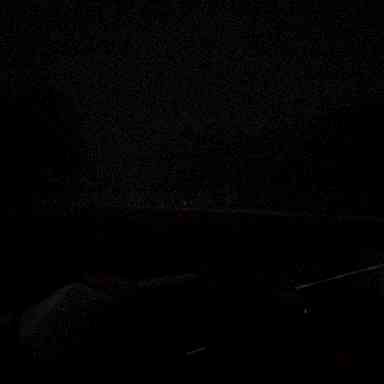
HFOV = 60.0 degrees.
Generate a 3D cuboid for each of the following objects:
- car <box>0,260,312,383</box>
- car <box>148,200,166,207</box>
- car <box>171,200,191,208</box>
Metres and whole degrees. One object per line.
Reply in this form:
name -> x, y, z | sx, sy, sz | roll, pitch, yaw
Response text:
car -> -0.685, 1.525, 3.377 | 4.674, 1.442, 1.812 | 0, 0, -36
car -> -6.986, 2.238, 66.469 | 1.882, 1.535, 5.008 | 2, -2, -34
car -> -1.976, 2.142, 59.235 | 1.812, 1.442, 4.674 | 2, -2, -34
